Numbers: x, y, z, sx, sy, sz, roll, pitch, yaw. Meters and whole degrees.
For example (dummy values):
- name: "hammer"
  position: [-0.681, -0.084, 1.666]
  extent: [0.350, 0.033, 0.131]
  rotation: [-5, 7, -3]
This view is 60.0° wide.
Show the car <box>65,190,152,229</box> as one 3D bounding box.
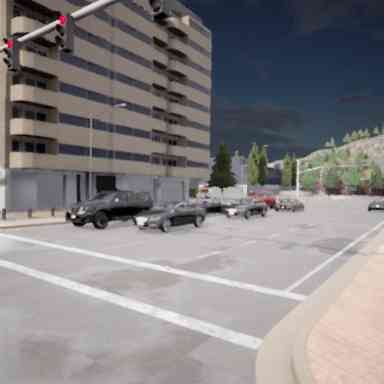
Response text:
- name: "car"
  position: [-4.536, 0.915, 19.422]
  extent: [2.150, 2.045, 5.566]
  rotation: [2, 1, 35]

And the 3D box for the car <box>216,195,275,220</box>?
- name: "car"
  position: [4.269, 1.244, 25.855]
  extent: [2.128, 1.511, 4.902]
  rotation: [2, 1, 35]

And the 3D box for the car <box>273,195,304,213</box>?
- name: "car"
  position: [9.986, 1.303, 33.956]
  extent: [1.994, 1.385, 4.181]
  rotation: [2, 1, 35]

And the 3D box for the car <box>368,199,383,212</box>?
- name: "car"
  position: [20.707, 1.445, 36.697]
  extent: [1.994, 1.385, 4.181]
  rotation: [2, 1, 35]

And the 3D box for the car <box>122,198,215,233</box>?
- name: "car"
  position: [-1.104, 1.258, 18.224]
  extent: [2.128, 1.511, 4.902]
  rotation: [2, 1, 35]

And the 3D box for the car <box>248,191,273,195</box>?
- name: "car"
  position: [7.181, 0.885, 36.046]
  extent: [2.150, 2.045, 5.566]
  rotation: [2, 1, 35]
